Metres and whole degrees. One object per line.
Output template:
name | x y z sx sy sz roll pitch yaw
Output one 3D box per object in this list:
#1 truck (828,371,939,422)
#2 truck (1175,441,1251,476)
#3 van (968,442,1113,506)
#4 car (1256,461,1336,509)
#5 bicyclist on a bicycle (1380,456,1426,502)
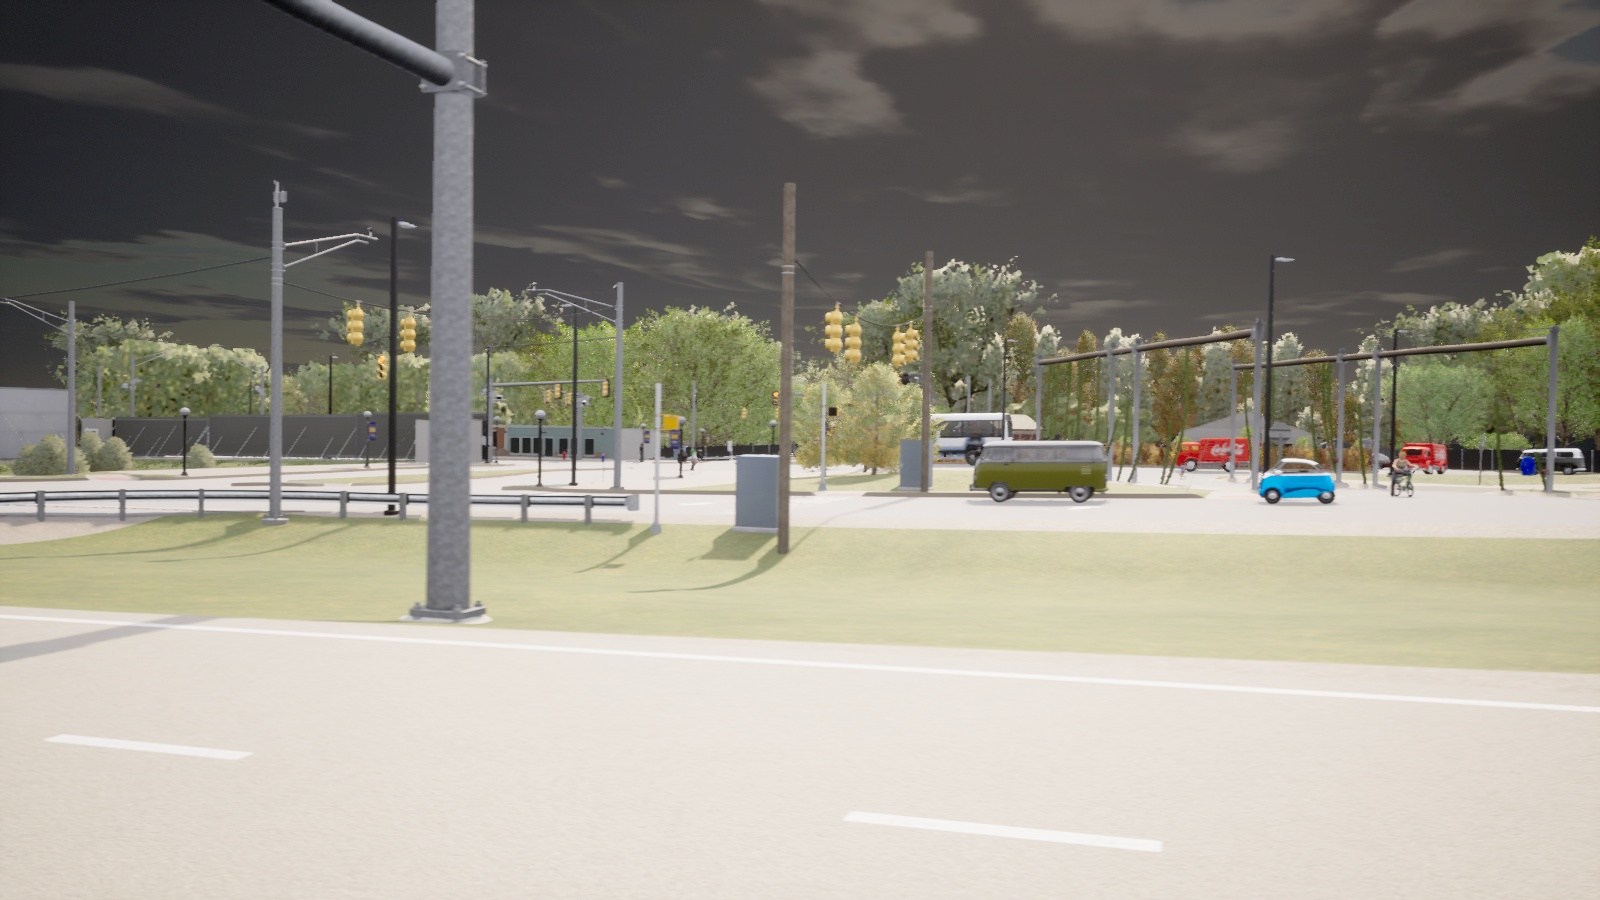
truck | 6.434 -4.090 96.477 7.936 3.462 2.891 -2 3 17
truck | 30.525 0.594 92.985 5.204 2.467 2.627 -1 1 16
van | 7.860 0.744 41.012 4.442 1.987 1.775 0 1 18
car | 15.203 1.055 38.592 2.207 1.376 1.481 0 1 19
bicyclist on a bicycle | 21.404 1.023 44.605 0.866 1.612 1.509 1 -1 -1
